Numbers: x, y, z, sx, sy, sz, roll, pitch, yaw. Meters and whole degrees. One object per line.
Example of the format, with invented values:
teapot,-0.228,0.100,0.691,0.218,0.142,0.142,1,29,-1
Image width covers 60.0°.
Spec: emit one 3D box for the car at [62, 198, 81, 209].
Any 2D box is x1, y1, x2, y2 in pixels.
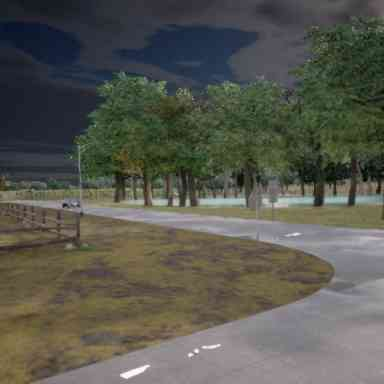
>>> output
car,-18.313,1.681,50.233,2.128,1.511,4.902,-3,1,-35
